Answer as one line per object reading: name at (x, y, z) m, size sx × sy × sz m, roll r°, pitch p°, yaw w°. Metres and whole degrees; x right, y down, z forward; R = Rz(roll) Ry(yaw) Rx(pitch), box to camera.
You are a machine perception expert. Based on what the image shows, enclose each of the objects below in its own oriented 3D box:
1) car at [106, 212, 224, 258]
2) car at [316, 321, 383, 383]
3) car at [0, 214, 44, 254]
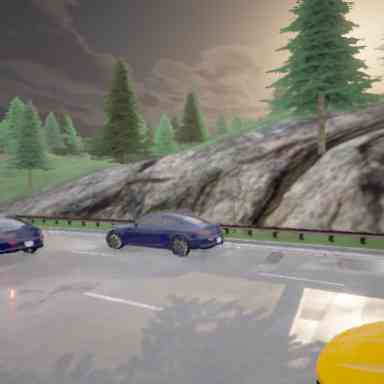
car at (-1.092, 1.468, 12.468) m, size 4.674 × 1.442 × 1.812 m, roll 0°, pitch 0°, yaw 29°
car at (3.193, 1.447, 1.568) m, size 5.008 × 1.535 × 1.882 m, roll 0°, pitch 0°, yaw 37°
car at (-7.319, 1.510, 11.801) m, size 4.674 × 1.442 × 1.812 m, roll 0°, pitch 0°, yaw 27°
